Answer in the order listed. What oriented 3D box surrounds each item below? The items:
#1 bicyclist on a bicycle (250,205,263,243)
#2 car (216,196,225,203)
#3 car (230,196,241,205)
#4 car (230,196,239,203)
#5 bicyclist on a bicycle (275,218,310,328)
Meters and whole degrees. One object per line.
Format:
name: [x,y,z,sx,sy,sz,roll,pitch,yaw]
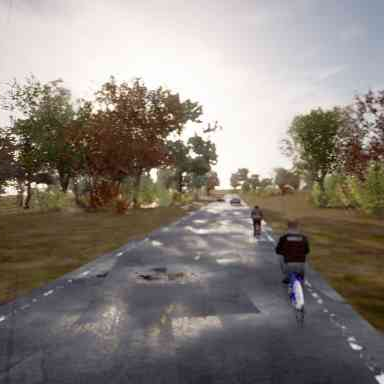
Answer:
bicyclist on a bicycle: [2.931,1.434,14.980,0.582,1.620,1.656,-1,0,7]
car: [6.418,1.640,73.706,1.895,1.301,4.718,-1,0,7]
car: [7.447,1.481,56.982,2.128,1.511,4.902,-1,0,7]
car: [9.385,1.571,73.263,1.895,1.301,4.718,-1,0,7]
bicyclist on a bicycle: [1.813,1.349,6.062,0.659,1.776,1.843,-1,0,7]
